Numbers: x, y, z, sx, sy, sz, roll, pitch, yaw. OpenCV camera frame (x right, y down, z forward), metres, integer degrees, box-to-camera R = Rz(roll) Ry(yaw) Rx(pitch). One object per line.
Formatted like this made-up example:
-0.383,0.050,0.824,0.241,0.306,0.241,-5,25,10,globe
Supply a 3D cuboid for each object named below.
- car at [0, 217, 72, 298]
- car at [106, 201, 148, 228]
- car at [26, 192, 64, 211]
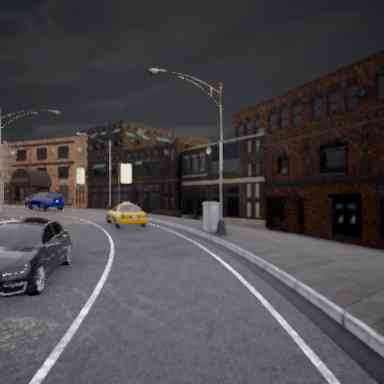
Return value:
-4.380,1.478,8.530,1.837,1.490,4.892,0,0,-9,car
-4.317,1.391,21.470,1.801,1.575,5.366,0,0,-23,car
-16.548,1.058,37.467,5.566,2.045,2.150,1,-1,40,car
